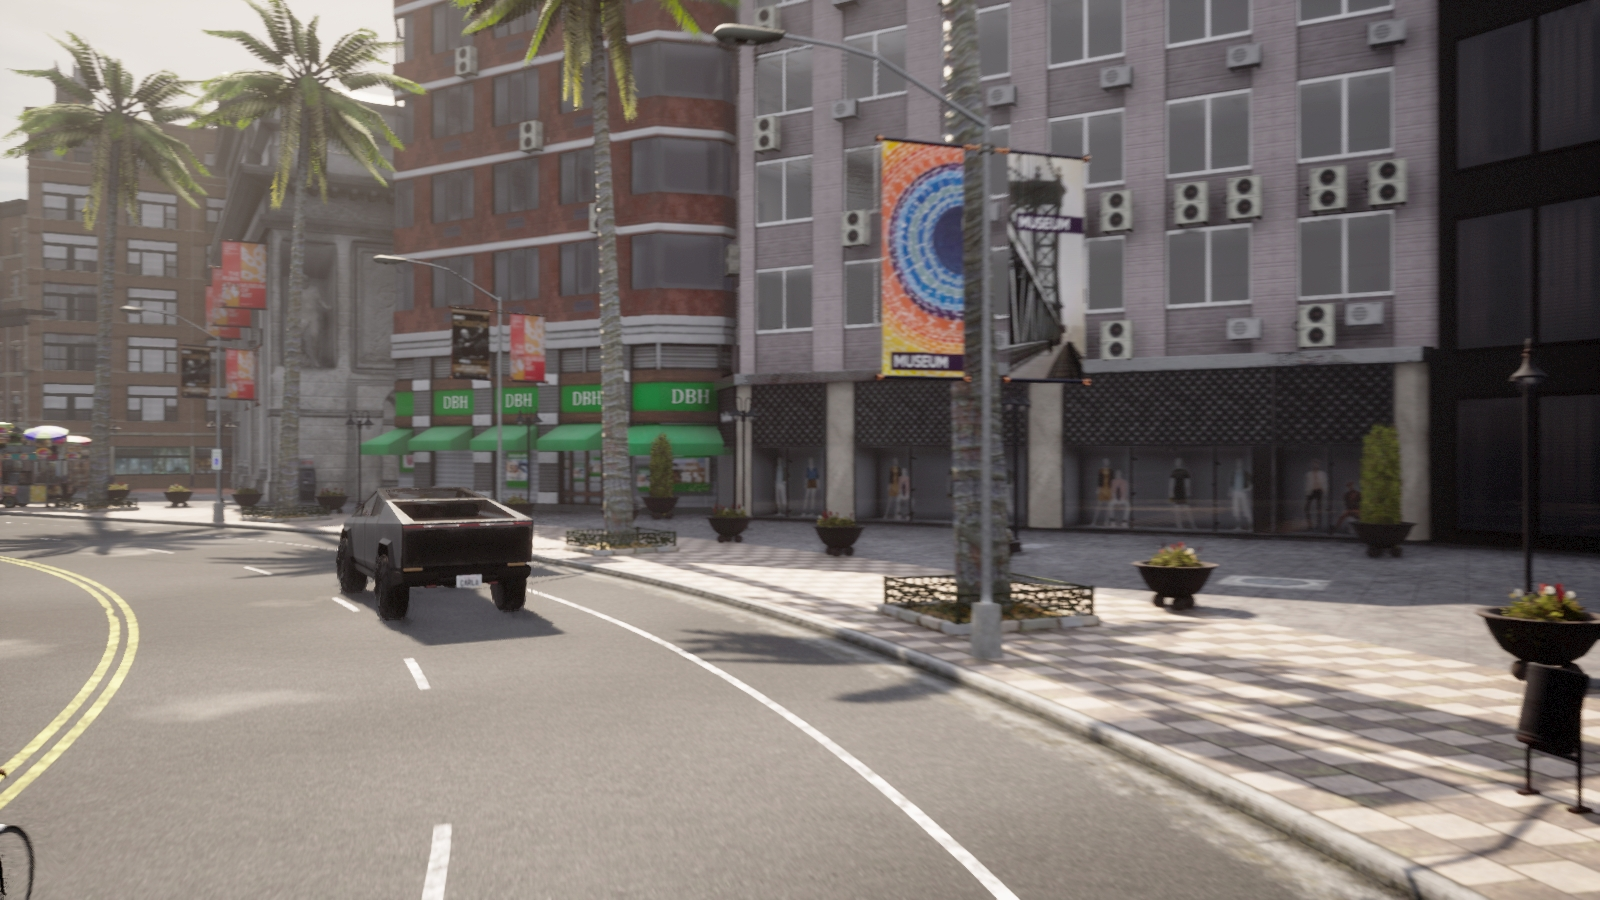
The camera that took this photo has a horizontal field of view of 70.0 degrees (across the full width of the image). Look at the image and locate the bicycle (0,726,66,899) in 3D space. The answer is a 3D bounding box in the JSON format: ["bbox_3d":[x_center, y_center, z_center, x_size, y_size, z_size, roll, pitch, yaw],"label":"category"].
[{"bbox_3d":[-4.316,2.214,5.805,0.329,1.171,1.835,0,0,-11],"label":"bicycle"}]

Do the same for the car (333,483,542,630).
[{"bbox_3d":[-6.885,1.760,21.096,2.390,2.098,6.274,0,0,-30],"label":"car"}]
